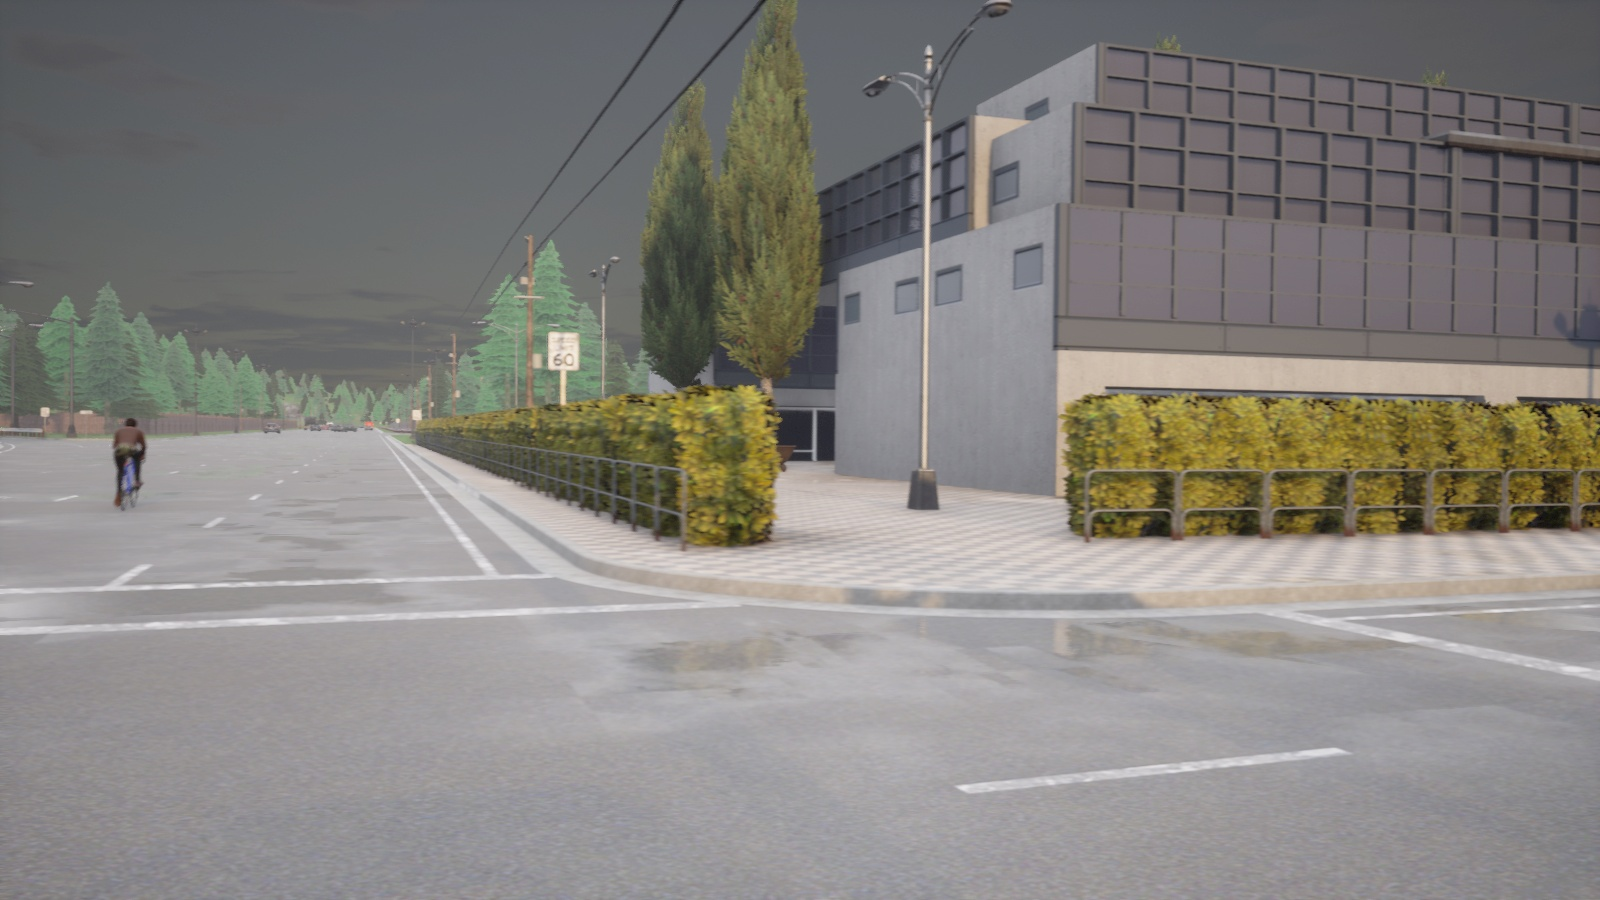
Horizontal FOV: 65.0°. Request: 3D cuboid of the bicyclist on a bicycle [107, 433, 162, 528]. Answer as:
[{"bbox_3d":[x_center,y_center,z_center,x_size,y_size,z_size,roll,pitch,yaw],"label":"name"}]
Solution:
[{"bbox_3d":[-11.828,0.512,22.363,0.582,1.620,1.656,-1,1,-19],"label":"bicyclist on a bicycle"}]
